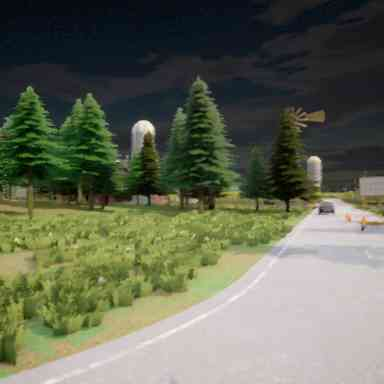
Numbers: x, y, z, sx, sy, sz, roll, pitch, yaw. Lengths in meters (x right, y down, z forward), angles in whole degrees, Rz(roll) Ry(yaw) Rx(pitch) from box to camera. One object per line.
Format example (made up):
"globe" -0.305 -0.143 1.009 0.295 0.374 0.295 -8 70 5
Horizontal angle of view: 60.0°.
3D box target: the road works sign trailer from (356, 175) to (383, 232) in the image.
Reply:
"road works sign trailer" 12.110 0.695 21.528 2.380 3.560 2.880 -1 -1 22

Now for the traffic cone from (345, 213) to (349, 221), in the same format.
"traffic cone" 13.543 2.292 28.490 0.340 0.580 0.340 -1 -1 22

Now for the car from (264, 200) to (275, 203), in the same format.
"car" 19.854 2.496 85.400 1.905 1.878 3.866 -1 -1 -8

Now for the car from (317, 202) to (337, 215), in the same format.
"car" 16.590 2.025 40.944 1.837 1.490 4.892 -1 -1 23
